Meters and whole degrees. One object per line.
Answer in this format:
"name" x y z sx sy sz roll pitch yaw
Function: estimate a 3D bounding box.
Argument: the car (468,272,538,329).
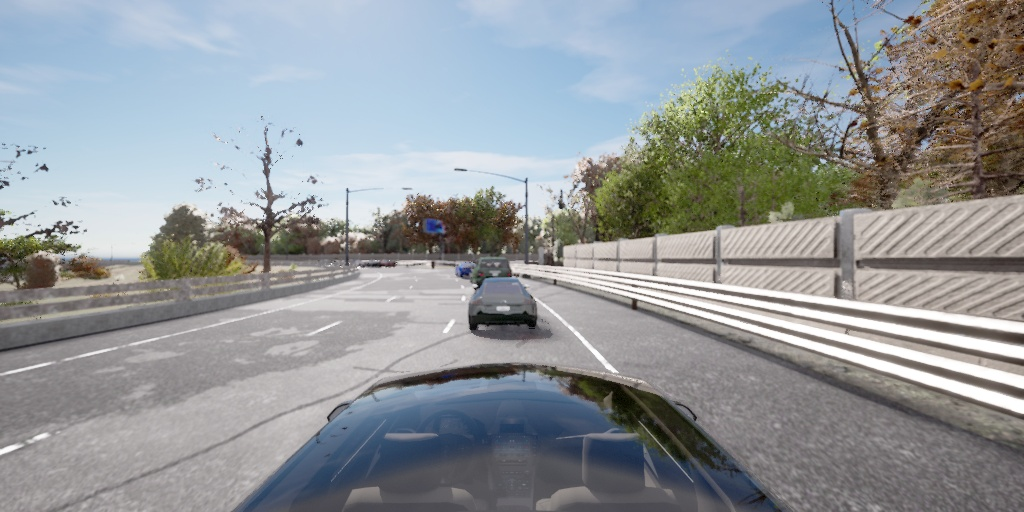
"car" -0.345 1.383 11.561 1.994 1.385 4.181 0 0 -3

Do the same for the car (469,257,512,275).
"car" -1.277 1.110 21.634 2.150 2.045 5.566 0 0 -8

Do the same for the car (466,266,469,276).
"car" -2.276 1.499 28.375 1.994 1.385 4.181 0 0 -11

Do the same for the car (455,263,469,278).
"car" -4.840 1.478 37.941 1.882 1.535 5.008 0 0 -17
